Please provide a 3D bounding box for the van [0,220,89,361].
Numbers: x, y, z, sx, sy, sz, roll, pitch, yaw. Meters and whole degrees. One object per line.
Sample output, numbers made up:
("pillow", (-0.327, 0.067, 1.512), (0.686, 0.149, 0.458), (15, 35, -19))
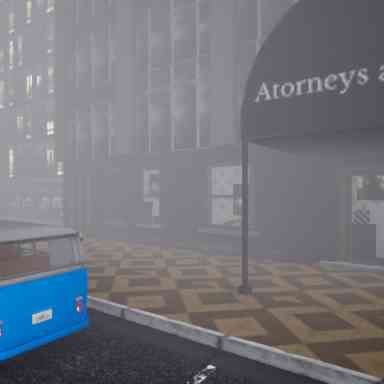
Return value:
("van", (-3.405, 1.341, 5.287), (3.998, 1.788, 1.690), (0, 0, 35))
